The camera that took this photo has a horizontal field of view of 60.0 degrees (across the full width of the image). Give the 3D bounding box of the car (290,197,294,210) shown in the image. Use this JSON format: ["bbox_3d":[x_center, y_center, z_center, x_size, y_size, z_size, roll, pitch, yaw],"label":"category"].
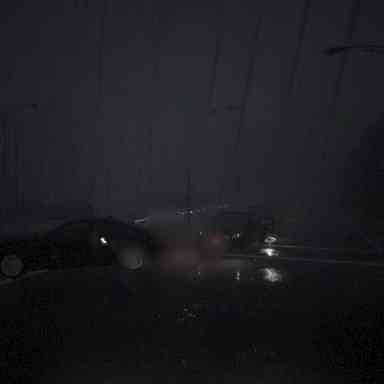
[{"bbox_3d":[9.830,1.544,36.525,1.994,1.385,4.181,0,0,19],"label":"car"}]

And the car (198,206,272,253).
[{"bbox_3d":[1.832,1.514,13.876,1.812,1.442,4.674,0,0,24],"label":"car"}]

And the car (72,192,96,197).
[{"bbox_3d":[-18.401,1.249,53.739,4.514,1.523,2.007,0,0,19],"label":"car"}]

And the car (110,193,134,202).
[{"bbox_3d":[-13.732,1.046,65.310,4.605,1.855,1.932,0,0,19],"label":"car"}]

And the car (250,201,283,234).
[{"bbox_3d":[3.984,1.490,19.282,1.837,1.490,4.892,0,0,19],"label":"car"}]

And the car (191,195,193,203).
[{"bbox_3d":[-2.376,1.053,44.644,3.866,1.878,1.905,0,0,19],"label":"car"}]

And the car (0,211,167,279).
[{"bbox_3d":[-3.271,1.475,9.857,5.008,1.535,1.882,0,0,-15],"label":"car"}]

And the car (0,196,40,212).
[{"bbox_3d":[-15.079,1.356,29.404,3.806,1.475,1.970,0,0,19],"label":"car"}]

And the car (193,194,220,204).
[{"bbox_3d":[1.727,1.126,56.763,5.027,1.636,2.152,0,0,19],"label":"car"}]

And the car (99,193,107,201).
[{"bbox_3d":[-20.131,1.014,70.946,3.866,1.878,1.905,0,0,19],"label":"car"}]

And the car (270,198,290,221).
[{"bbox_3d":[5.901,1.475,24.927,2.128,1.511,4.902,0,0,19],"label":"car"}]

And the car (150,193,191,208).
[{"bbox_3d":[-2.917,1.074,41.759,4.605,1.855,1.932,0,0,19],"label":"car"}]

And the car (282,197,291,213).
[{"bbox_3d":[7.785,1.487,30.488,1.837,1.490,4.892,0,0,19],"label":"car"}]

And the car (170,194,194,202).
[{"bbox_3d":[-2.024,1.258,68.675,4.514,1.523,2.007,0,0,19],"label":"car"}]

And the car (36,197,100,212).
[{"bbox_3d":[-9.006,1.356,24.201,3.633,1.501,1.845,0,0,19],"label":"car"}]

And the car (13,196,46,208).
[{"bbox_3d":[-21.645,1.273,44.288,3.633,1.501,1.845,0,0,19],"label":"car"}]

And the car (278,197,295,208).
[{"bbox_3d":[13.596,1.468,47.653,2.128,1.511,4.902,0,0,19],"label":"car"}]

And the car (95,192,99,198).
[{"bbox_3d":[-21.776,1.298,67.993,3.806,1.475,1.970,0,0,19],"label":"car"}]
